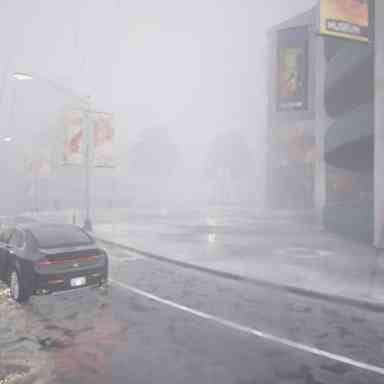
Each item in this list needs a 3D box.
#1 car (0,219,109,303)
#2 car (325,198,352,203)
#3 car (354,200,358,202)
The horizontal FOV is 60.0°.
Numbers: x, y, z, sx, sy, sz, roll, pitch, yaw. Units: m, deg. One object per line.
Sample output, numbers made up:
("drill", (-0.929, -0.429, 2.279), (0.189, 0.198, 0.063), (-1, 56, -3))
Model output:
("car", (-3.856, 1.517, 8.428), (1.837, 1.490, 4.892), (0, 0, -41))
("car", (18.277, 1.612, 43.110), (4.674, 1.452, 2.002), (1, 0, -38))
("car", (25.385, 1.793, 53.844), (4.786, 1.482, 2.161), (1, 0, -38))
